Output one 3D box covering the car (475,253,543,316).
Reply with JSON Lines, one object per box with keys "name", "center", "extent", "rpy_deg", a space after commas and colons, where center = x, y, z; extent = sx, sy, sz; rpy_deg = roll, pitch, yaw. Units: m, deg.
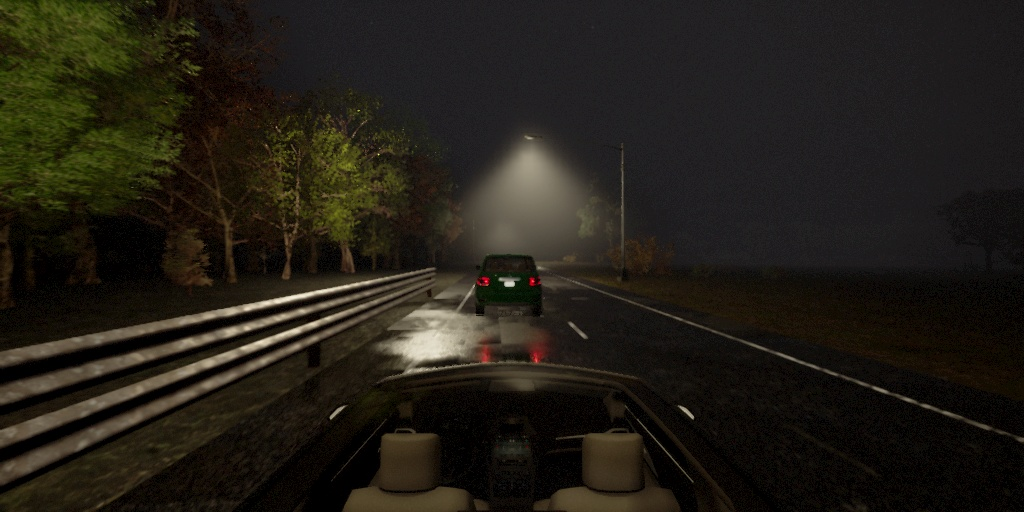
{"name": "car", "center": [-0.190, 0.914, 13.324], "extent": [2.150, 2.045, 5.566], "rpy_deg": [0, 0, -3]}
